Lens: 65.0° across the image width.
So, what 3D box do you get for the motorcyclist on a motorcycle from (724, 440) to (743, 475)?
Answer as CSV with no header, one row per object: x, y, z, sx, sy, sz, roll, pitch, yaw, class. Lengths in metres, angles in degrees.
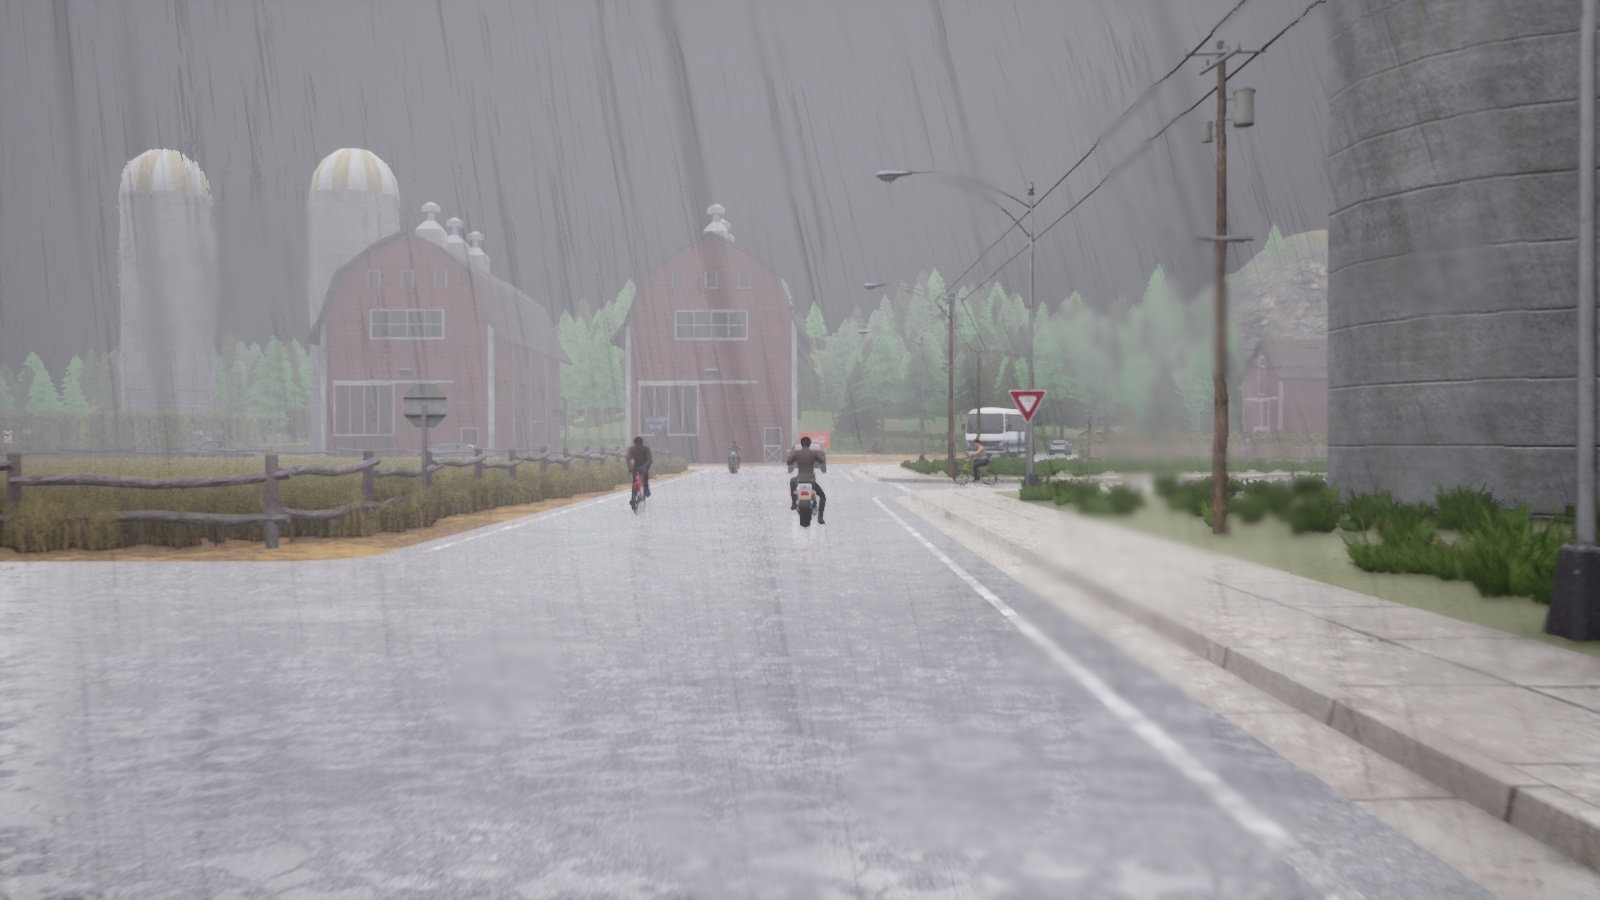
-3.159,0.338,60.040,0.766,1.649,2.350,0,1,0,motorcyclist on a motorcycle

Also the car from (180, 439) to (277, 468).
-33.895,0.206,74.597,4.856,1.649,2.033,0,0,-8,car

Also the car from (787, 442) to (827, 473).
0.357,0.350,63.009,1.882,1.535,5.008,0,0,0,car

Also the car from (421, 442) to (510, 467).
-20.019,0.283,75.302,4.792,1.488,2.163,0,0,-3,car

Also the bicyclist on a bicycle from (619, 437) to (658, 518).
-3.337,0.542,25.973,0.582,1.620,1.656,0,1,0,bicyclist on a bicycle

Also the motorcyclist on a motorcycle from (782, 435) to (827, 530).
0.111,0.561,22.922,0.766,1.649,2.350,0,0,2,motorcyclist on a motorcycle

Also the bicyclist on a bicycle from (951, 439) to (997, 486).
5.963,0.432,43.100,1.509,1.612,0.866,0,-1,11,bicyclist on a bicycle
